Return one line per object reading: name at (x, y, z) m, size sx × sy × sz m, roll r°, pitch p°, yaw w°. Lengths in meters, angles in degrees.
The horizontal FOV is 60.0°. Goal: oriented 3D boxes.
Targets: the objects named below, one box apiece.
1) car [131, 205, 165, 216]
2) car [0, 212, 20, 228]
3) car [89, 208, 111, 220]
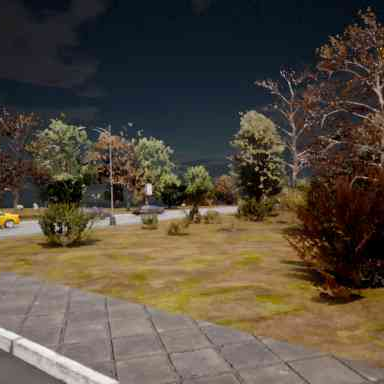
car at (-5.860, 2.513, 45.277) m, size 2.033 × 1.411 × 5.357 m, roll -3°, pitch -2°, yaw 32°
car at (-17.073, 2.369, 27.674) m, size 1.882 × 1.535 × 5.008 m, roll -3°, pitch -2°, yaw 33°
car at (-11.325, 2.464, 36.575) m, size 2.033 × 1.411 × 5.357 m, roll -3°, pitch -2°, yaw 32°
